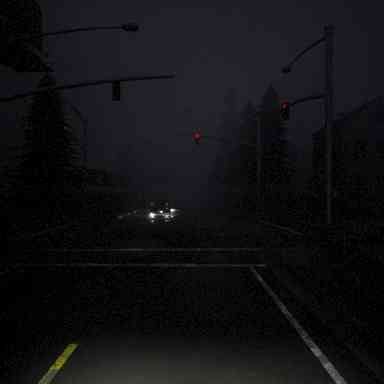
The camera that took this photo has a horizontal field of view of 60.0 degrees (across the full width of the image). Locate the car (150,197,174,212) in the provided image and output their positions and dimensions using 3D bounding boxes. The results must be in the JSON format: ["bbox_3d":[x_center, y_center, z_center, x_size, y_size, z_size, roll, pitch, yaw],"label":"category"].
[{"bbox_3d":[-3.525,1.352,38.105,2.097,1.767,4.553,0,0,0],"label":"car"}]
